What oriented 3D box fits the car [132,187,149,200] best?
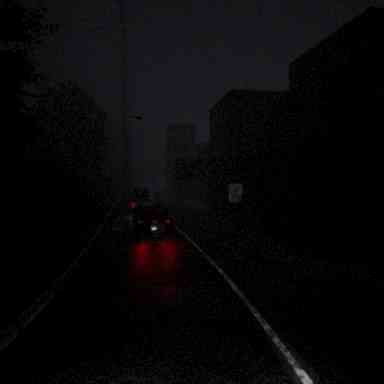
[{"bbox_3d":[-6.511,0.126,42.051,2.097,1.767,4.553,-1,3,-10],"label":"car"}]

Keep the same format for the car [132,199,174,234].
[{"bbox_3d":[-2.163,1.340,17.691,1.895,1.301,4.718,-1,2,-10],"label":"car"}]
